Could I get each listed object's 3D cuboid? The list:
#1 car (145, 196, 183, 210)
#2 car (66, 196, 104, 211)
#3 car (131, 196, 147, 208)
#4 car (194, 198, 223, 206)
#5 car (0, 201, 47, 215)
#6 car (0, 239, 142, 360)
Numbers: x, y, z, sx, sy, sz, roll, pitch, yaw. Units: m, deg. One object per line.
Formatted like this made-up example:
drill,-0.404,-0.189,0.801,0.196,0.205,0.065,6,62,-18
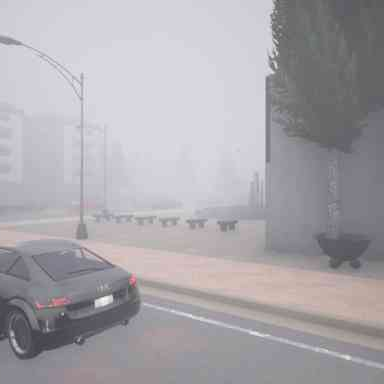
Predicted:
car,-3.154,1.525,41.564,1.812,1.442,4.674,0,0,45
car,-13.113,1.352,40.827,2.097,1.767,4.553,0,0,38
car,-6.534,1.352,48.045,4.553,1.767,2.097,0,0,-40
car,2.710,1.601,54.496,4.718,1.301,1.895,0,0,-27
car,-17.667,1.601,34.319,1.895,1.301,4.718,0,0,33
car,-2.915,1.564,6.029,4.181,1.385,1.994,0,0,36
